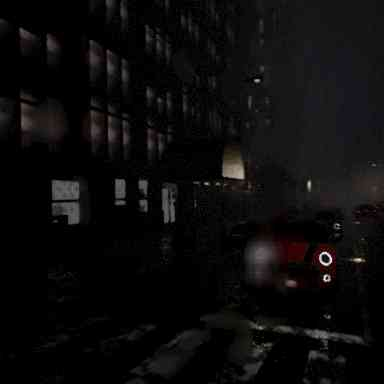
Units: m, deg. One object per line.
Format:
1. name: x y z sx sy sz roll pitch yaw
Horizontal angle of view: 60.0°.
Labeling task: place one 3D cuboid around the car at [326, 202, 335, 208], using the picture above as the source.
1. car: 35.583 3.325 85.299 1.752 1.417 4.829 -2 -2 25

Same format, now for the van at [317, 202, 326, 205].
1. van: 16.904 2.377 45.352 1.690 1.788 3.998 -2 -2 25

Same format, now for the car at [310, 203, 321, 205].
1. car: 11.901 2.271 34.668 1.967 1.590 4.097 -2 -2 25

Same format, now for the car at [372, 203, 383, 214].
1. car: 29.255 2.550 51.973 1.752 1.417 4.829 -3 -2 25

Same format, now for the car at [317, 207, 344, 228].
1. car: 11.970 2.149 28.619 1.882 1.535 5.008 -2 -2 25

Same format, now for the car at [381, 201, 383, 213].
1. car: 26.833 2.241 46.813 2.192 1.841 5.009 -3 -2 25

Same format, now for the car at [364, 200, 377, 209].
1. car: 38.549 2.721 71.879 2.192 1.841 5.009 -3 -2 25

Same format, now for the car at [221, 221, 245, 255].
1. car: 2.733 2.027 15.319 1.947 1.339 4.313 -2 -2 25

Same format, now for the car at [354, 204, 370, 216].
1. car: 23.751 2.490 46.522 1.812 1.442 4.674 -2 -2 25

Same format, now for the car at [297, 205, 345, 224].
1. car: 7.665 1.847 19.431 2.097 1.767 4.553 -2 -2 25

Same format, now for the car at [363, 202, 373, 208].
1. car: 43.242 3.163 81.897 1.947 1.339 4.313 -3 -2 25

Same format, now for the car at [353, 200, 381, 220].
1. car: 19.547 2.141 37.412 2.097 1.767 4.553 -2 -2 25

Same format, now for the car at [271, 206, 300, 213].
1. car: 7.130 1.956 24.683 2.192 1.841 5.009 -2 -2 25

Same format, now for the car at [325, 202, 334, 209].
1. car: 33.240 3.229 80.286 1.752 1.417 4.829 -2 -2 25

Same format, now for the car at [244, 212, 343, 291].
1. car: 3.327 1.668 10.123 2.097 1.767 4.553 -2 -2 25

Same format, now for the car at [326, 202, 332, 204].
1. car: 21.590 2.542 55.379 2.192 1.841 5.009 -2 -2 25

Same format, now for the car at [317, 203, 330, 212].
1. car: 23.867 2.846 60.232 1.752 1.417 4.829 -2 -2 25
